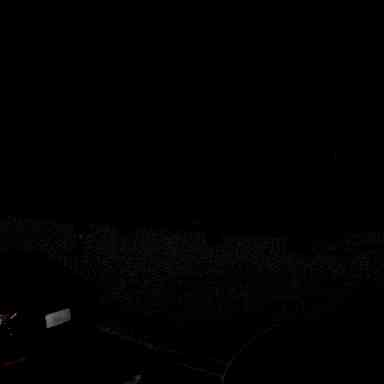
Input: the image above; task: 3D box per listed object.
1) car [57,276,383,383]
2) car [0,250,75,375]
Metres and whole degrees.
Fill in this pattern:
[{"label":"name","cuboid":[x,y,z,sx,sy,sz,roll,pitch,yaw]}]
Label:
[{"label":"car","cuboid":[1.271,1.441,2.056,4.097,1.590,1.967,-1,0,35]},{"label":"car","cuboid":[-3.352,1.622,5.349,4.313,1.339,1.947,-1,0,35]}]
